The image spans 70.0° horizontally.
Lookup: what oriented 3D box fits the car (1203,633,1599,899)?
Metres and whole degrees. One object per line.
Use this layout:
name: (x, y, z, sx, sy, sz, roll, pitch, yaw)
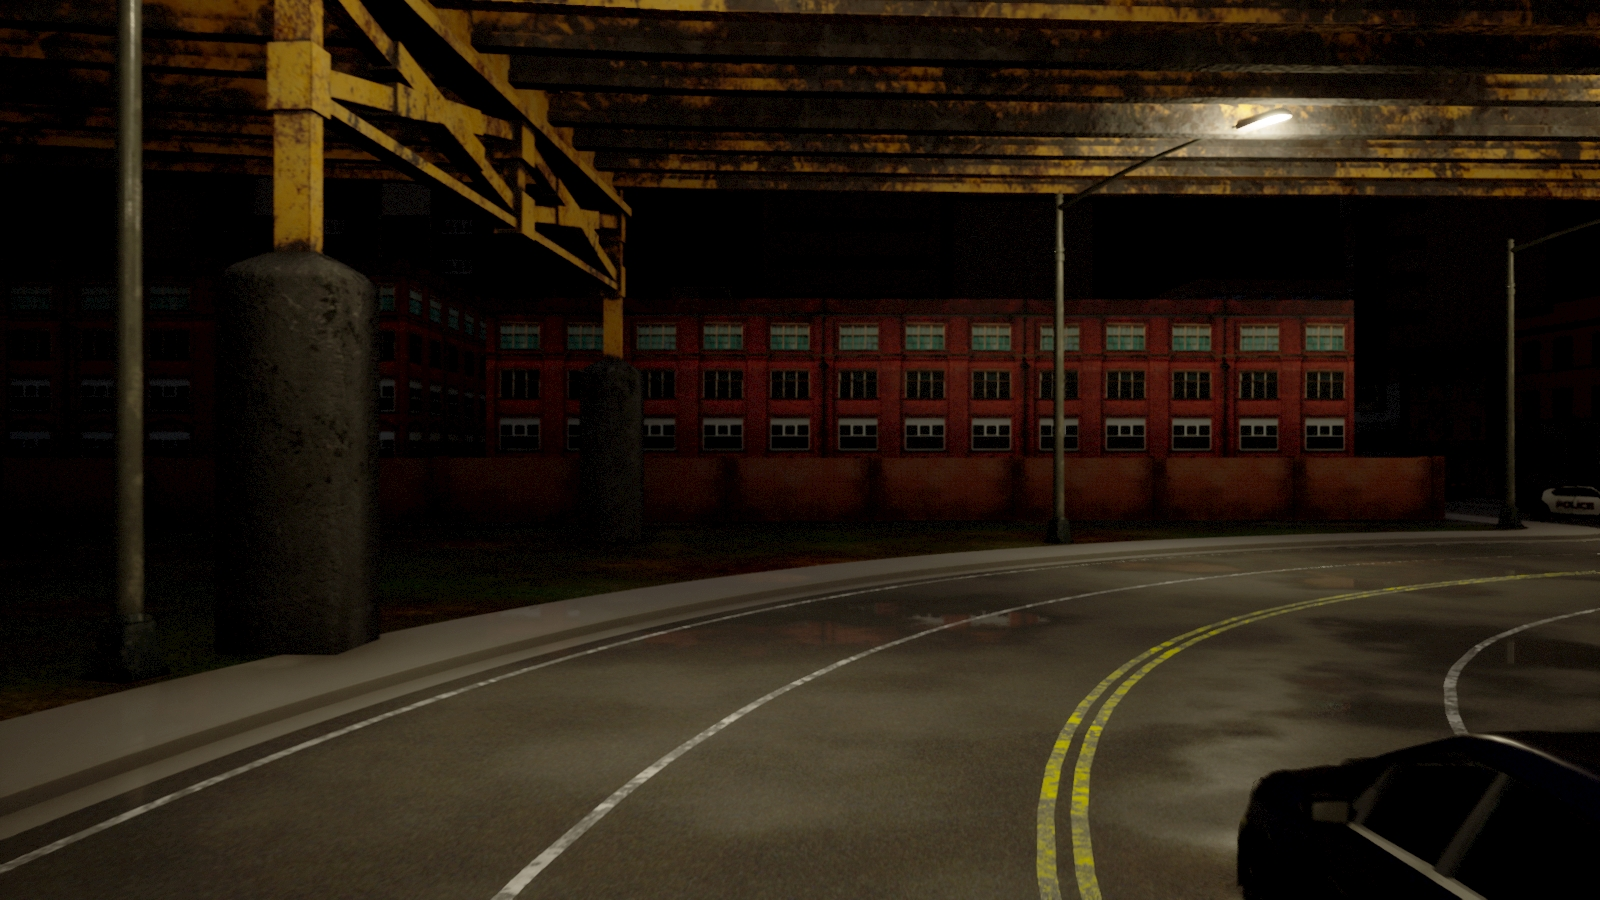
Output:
car: (3.492, 1.971, 4.767, 2.242, 1.667, 4.611, 0, 0, 4)
